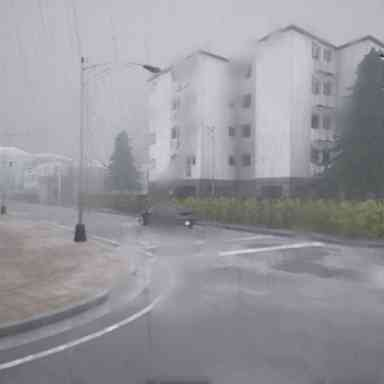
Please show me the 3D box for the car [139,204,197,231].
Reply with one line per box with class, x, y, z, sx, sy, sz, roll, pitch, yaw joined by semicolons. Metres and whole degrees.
car;-1.615;1.482;20.381;1.837;1.490;4.892;1;-1;-34
